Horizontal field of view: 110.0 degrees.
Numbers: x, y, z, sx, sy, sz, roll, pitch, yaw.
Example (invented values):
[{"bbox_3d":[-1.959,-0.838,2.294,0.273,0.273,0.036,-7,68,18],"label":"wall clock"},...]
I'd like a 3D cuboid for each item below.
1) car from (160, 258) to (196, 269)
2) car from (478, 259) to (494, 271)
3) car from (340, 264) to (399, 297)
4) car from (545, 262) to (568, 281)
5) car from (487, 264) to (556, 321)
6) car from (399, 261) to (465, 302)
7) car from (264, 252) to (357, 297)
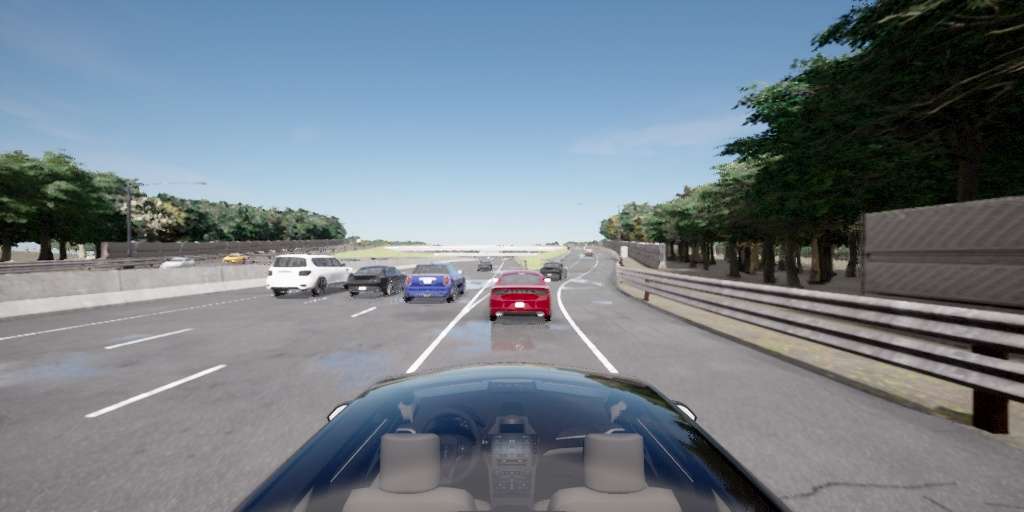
[{"bbox_3d":[-39.749,0.955,42.848,1.812,1.442,4.674,0,1,-19],"label":"car"},{"bbox_3d":[-3.571,1.198,48.854,2.128,1.511,4.902,0,0,0],"label":"car"},{"bbox_3d":[-6.889,1.239,18.938,1.837,1.490,4.892,0,0,0],"label":"car"},{"bbox_3d":[3.693,1.289,31.151,1.837,1.490,4.892,1,0,16],"label":"car"},{"bbox_3d":[0.339,1.218,12.536,1.882,1.535,5.008,0,0,3],"label":"car"},{"bbox_3d":[-3.490,1.088,16.947,2.097,1.767,4.553,0,0,0],"label":"car"},{"bbox_3d":[-10.389,0.955,19.065,2.150,2.045,5.566,0,0,0],"label":"car"}]
